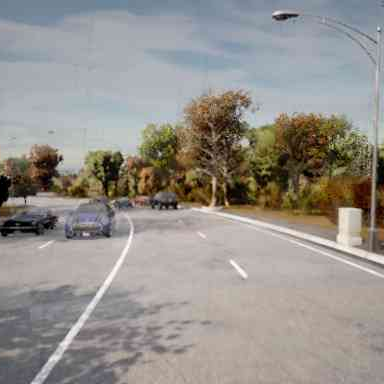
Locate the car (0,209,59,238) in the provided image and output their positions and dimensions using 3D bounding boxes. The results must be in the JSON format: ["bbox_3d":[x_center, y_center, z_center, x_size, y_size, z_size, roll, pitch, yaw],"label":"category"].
[{"bbox_3d":[-8.805,1.627,18.296,1.895,1.301,4.718,-1,0,-10],"label":"car"}]

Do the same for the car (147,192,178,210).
[{"bbox_3d":[-3.357,1.032,39.668,2.150,2.045,5.566,-1,1,-20],"label":"car"}]

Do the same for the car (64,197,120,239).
[{"bbox_3d":[-5.129,1.331,17.265,2.097,1.767,4.553,-1,0,-9],"label":"car"}]

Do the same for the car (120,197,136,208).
[{"bbox_3d":[-9.490,1.430,45.878,1.812,1.442,4.674,-2,1,-23],"label":"car"}]

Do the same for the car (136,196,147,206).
[{"bbox_3d":[-7.355,1.332,49.758,1.812,1.442,4.674,-2,1,-25],"label":"car"}]
